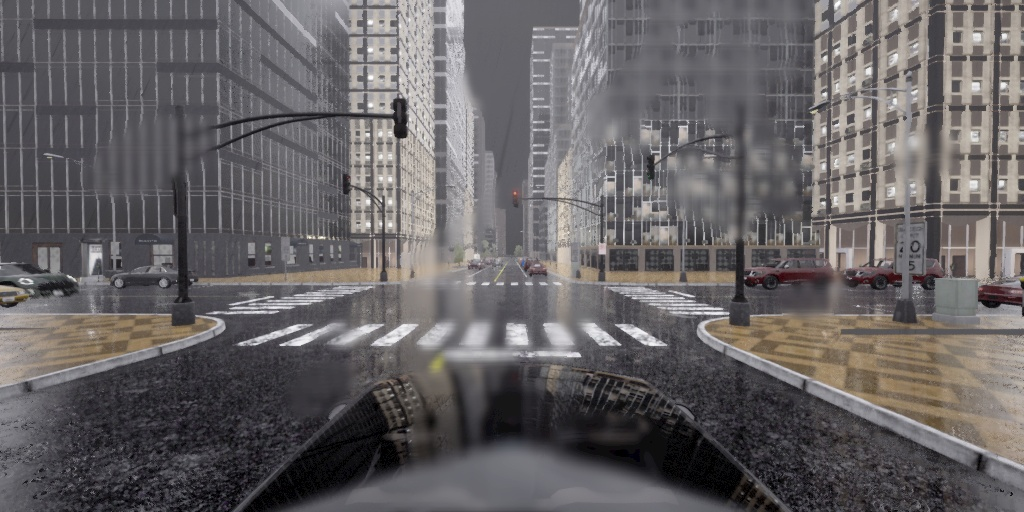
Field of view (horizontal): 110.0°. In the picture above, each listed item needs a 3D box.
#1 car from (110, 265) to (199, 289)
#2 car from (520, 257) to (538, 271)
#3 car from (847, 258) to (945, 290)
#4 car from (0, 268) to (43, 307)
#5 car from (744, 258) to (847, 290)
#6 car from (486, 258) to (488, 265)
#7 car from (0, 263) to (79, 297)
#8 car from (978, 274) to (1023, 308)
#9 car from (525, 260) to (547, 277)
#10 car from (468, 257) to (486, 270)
[{"bbox_3d":[-21.440,1.205,21.575,4.403,1.370,2.007,0,0,0],"label":"car"},{"bbox_3d":[2.574,1.046,46.834,2.192,1.841,5.009,0,0,0],"label":"car"},{"bbox_3d":[22.902,1.032,21.656,5.009,1.841,2.192,0,0,0],"label":"car"},{"bbox_3d":[-21.256,1.301,13.437,4.829,1.417,1.751,0,0,0],"label":"car"},{"bbox_3d":[16.570,1.024,21.645,5.009,1.841,2.192,0,0,0],"label":"car"},{"bbox_3d":[-5.290,1.307,57.862,1.802,1.307,4.207,0,0,0],"label":"car"},{"bbox_3d":[-22.644,1.081,16.116,4.553,1.767,2.097,0,1,0],"label":"car"},{"bbox_3d":[20.186,1.417,13.513,4.207,1.307,1.802,0,0,0],"label":"car"},{"bbox_3d":[2.547,1.319,35.785,1.802,1.307,4.207,0,0,0],"label":"car"},{"bbox_3d":[-5.292,1.168,52.338,1.967,1.591,4.097,0,0,0],"label":"car"}]
